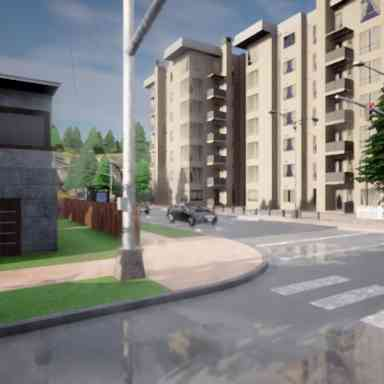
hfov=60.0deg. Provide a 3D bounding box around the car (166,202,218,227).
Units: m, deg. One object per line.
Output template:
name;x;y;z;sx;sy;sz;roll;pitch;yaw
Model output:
car;-0.082;1.500;23.153;2.128;1.511;4.902;0;0;-30

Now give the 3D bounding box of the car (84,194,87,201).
car;-13.612;1.234;46.532;2.150;2.045;5.566;0;0;-30

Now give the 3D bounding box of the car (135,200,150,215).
car;-5.737;1.500;32.866;2.128;1.511;4.902;0;0;-30
